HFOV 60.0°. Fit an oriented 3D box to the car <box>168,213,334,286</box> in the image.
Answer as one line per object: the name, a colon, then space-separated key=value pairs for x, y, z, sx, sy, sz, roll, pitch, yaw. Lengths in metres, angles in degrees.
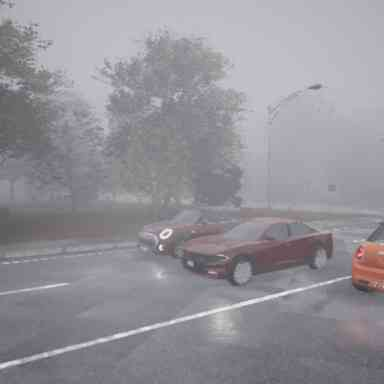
car: x=2.023 y=1.499 z=9.615 sx=5.008 sy=1.535 sz=1.882 roll=0 pitch=0 yaw=-34

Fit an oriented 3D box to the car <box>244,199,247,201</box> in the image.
car: x=7.473 y=1.355 z=57.697 sx=2.097 sy=1.767 sz=4.553 roll=0 pitch=0 yaw=-37

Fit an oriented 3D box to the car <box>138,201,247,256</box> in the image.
car: x=0.249 y=1.370 z=12.637 sx=4.553 sy=1.767 sz=2.097 roll=0 pitch=0 yaw=-34

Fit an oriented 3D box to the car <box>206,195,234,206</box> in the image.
car: x=4.672 y=1.355 z=55.582 sx=2.097 sy=1.767 sz=4.553 roll=0 pitch=0 yaw=-37

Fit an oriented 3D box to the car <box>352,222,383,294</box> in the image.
car: x=5.754 y=1.383 z=7.668 sx=4.553 sy=1.767 sz=2.097 roll=0 pitch=0 yaw=-34
